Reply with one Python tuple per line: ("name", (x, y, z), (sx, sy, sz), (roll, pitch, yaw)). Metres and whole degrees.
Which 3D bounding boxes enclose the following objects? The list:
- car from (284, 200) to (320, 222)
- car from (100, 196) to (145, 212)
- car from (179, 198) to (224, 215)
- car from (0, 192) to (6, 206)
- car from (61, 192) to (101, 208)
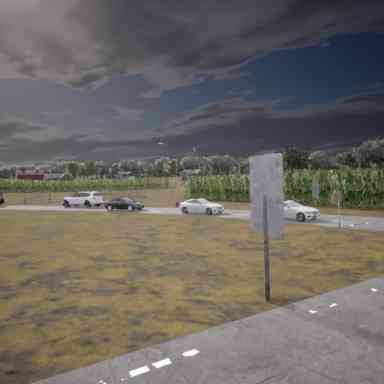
("car", (7.282, 1.361, 25.251), (1.812, 1.442, 4.674), (-3, 2, -42))
("car", (-7.566, 1.351, 37.287), (4.892, 1.490, 1.837), (0, 2, 28))
("car", (0.848, 1.340, 31.588), (4.674, 1.442, 1.812), (0, 2, 39))
("car", (-29.247, 1.025, 46.774), (5.566, 2.045, 2.150), (0, 1, 5))
("car", (-14.400, 0.993, 43.654), (5.566, 2.045, 2.150), (0, 2, 20))
